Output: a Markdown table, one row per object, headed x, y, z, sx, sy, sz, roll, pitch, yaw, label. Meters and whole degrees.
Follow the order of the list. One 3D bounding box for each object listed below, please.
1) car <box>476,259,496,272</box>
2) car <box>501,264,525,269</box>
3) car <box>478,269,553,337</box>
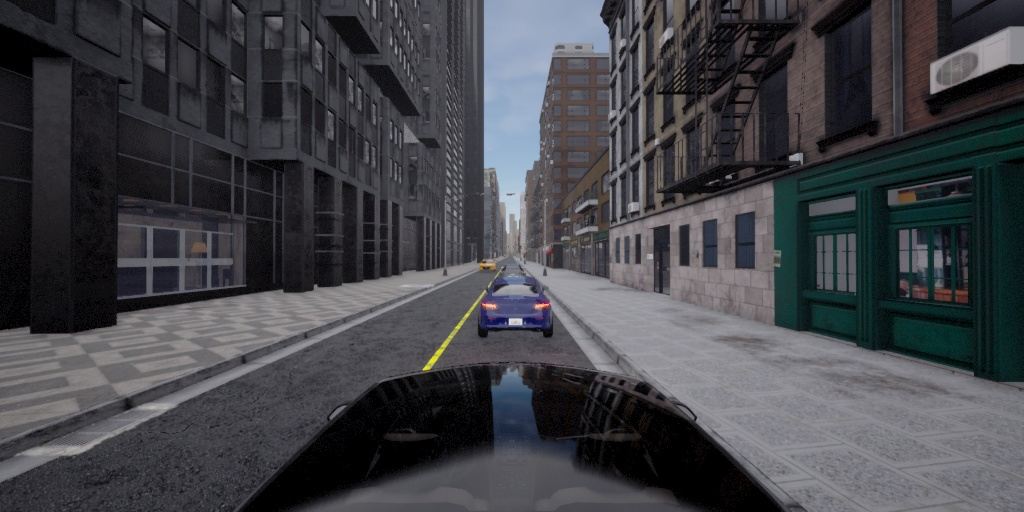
| x | y | z | sx | sy | sz | roll | pitch | yaw | label |
| --- | --- | --- | --- | --- | --- | --- | --- | --- | --- |
| -3.111 | 1.230 | 45.931 | 1.882 | 1.535 | 5.008 | 0 | 0 | 0 | car |
| 0.062 | 1.317 | 28.207 | 1.994 | 1.385 | 4.181 | 0 | 0 | 0 | car |
| 0.088 | 1.277 | 10.159 | 1.812 | 1.442 | 4.674 | 0 | 0 | 0 | car |
